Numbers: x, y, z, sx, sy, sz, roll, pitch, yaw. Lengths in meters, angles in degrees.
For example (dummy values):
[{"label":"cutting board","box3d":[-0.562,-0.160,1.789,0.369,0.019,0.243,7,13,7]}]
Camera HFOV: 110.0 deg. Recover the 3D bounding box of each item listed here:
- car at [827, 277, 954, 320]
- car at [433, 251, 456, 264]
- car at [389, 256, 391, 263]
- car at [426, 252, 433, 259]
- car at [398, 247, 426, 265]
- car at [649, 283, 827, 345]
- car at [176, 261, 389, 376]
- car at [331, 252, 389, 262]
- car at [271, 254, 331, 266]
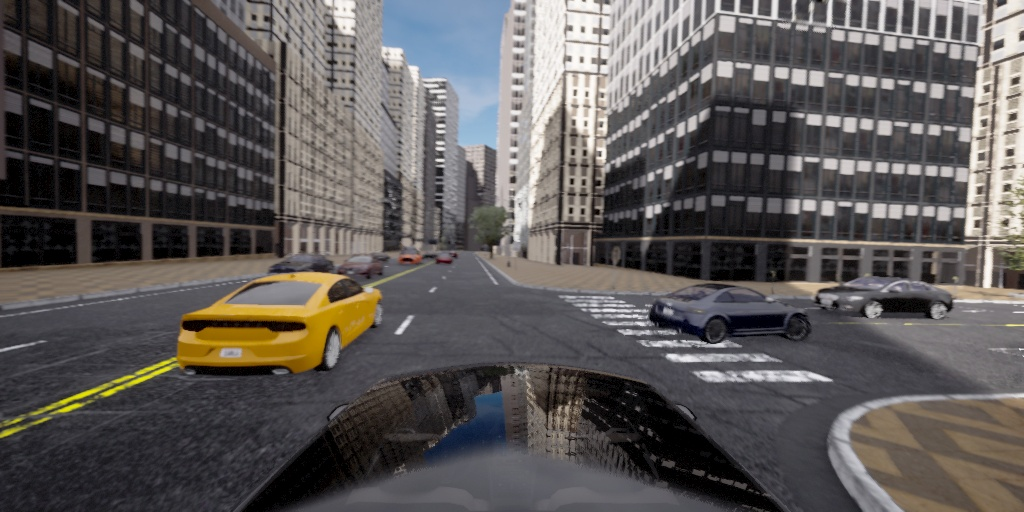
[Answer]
[{"label":"car","box3d":[14.663,1.602,14.253,4.902,1.511,2.128,2,2,-7]},{"label":"car","box3d":[-8.746,0.266,46.659,1.994,1.385,4.181,2,1,-7]},{"label":"car","box3d":[-14.543,0.274,38.728,1.895,1.301,4.718,2,1,-7]},{"label":"car","box3d":[-13.722,-0.067,60.181,1.895,1.301,4.718,2,1,-7]},{"label":"car","box3d":[-11.503,0.076,40.793,2.097,1.767,4.553,2,1,-7]},{"label":"car","box3d":[5.980,1.464,9.890,4.181,1.385,1.994,2,1,-17]},{"label":"car","box3d":[-4.069,1.074,7.284,1.882,1.535,5.008,2,2,-7]},{"label":"car","box3d":[-9.356,0.625,22.522,1.812,1.442,4.674,2,1,-7]},{"label":"car","box3d":[-12.547,0.568,21.828,2.033,1.411,5.357,2,1,-6]}]
